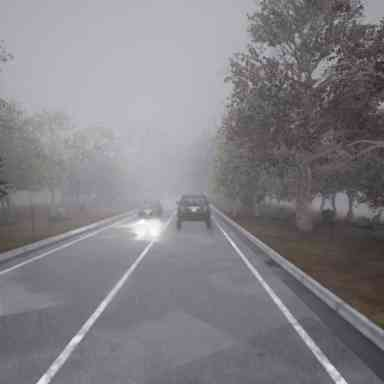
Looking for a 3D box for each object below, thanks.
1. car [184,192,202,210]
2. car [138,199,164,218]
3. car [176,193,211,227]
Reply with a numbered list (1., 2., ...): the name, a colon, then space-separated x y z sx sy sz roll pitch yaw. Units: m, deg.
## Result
1. car: 0.109 1.101 42.303 2.150 2.045 5.566 0 1 0
2. car: -3.582 1.430 29.438 2.128 1.511 4.902 0 0 0
3. car: 0.107 1.178 22.596 2.150 2.045 5.566 0 0 0
